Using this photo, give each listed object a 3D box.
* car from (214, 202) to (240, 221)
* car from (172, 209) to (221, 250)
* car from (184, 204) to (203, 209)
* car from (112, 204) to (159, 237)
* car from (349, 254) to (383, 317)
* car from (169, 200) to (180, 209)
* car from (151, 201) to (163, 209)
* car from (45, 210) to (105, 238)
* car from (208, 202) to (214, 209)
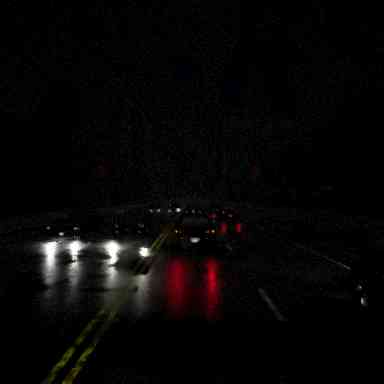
[{"bbox_3d":[3.337,1.893,31.176,1.812,1.442,4.674,0,0,0],"label":"car"},{"bbox_3d":[0.110,1.700,15.106,1.812,1.442,4.674,0,-1,0],"label":"car"},{"bbox_3d":[0.130,1.946,33.917,2.033,1.411,5.357,0,-1,0],"label":"car"},{"bbox_3d":[-3.333,1.705,19.634,1.882,1.535,5.008,0,-1,0],"label":"car"},{"bbox_3d":[4.227,1.406,4.925,2.097,1.767,4.553,0,-1,0],"label":"car"},{"bbox_3d":[-3.238,2.244,61.292,1.882,1.535,5.008,0,-1,1],"label":"car"},{"bbox_3d":[-6.479,2.314,61.311,2.033,1.411,5.357,0,-1,1],"label":"car"},{"bbox_3d":[-6.587,1.772,19.427,2.033,1.411,5.357,0,-1,0],"label":"car"},{"bbox_3d":[3.332,2.037,45.367,2.128,1.511,4.902,0,-1,1],"label":"car"}]
